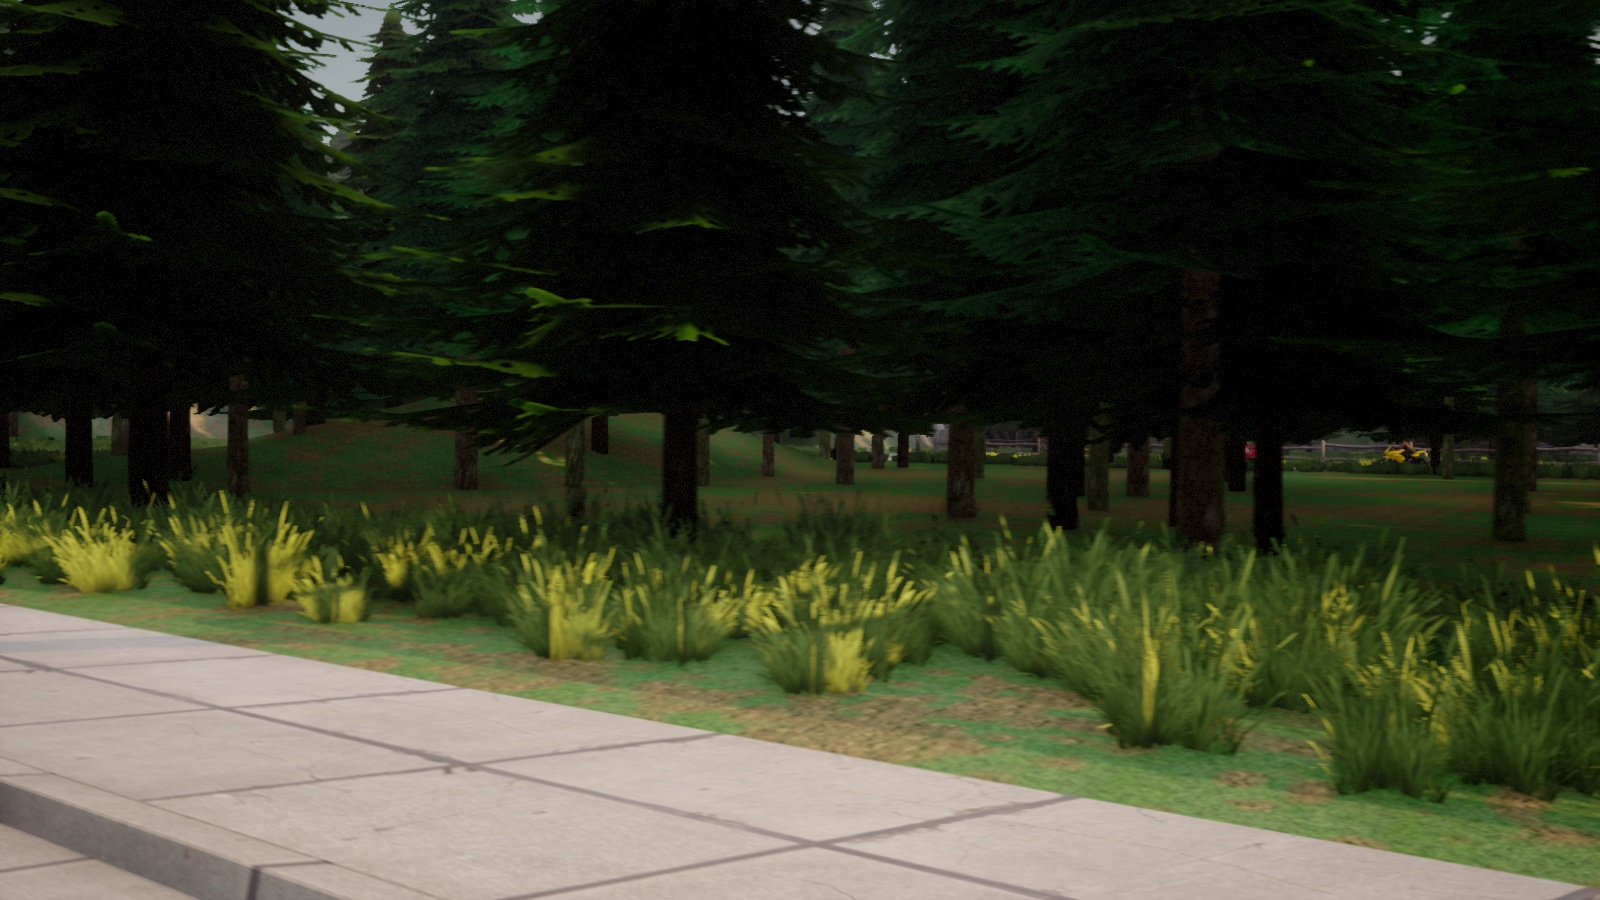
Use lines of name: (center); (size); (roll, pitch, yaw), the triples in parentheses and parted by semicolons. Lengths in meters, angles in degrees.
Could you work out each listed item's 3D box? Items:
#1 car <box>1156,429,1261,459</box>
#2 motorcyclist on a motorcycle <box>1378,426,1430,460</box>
car: (20.449, -0.283, 62.912); (4.674, 1.442, 1.812); (0, 1, 36)
motorcyclist on a motorcycle: (27.755, -0.322, 57.682); (2.044, 1.523, 0.797); (0, 1, 36)
